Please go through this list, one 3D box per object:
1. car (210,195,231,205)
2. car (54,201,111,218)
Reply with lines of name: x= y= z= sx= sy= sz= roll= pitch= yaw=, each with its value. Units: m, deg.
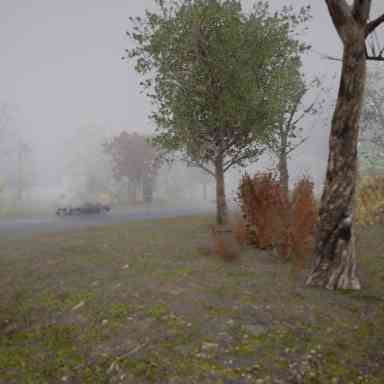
car: x=4.499 y=1.209 z=51.767 sx=1.837 sy=1.490 sz=4.892 roll=0 pitch=0 yaw=31
car: x=-9.351 y=1.475 z=28.650 sx=1.895 sy=1.301 sz=4.718 roll=0 pitch=0 yaw=31
